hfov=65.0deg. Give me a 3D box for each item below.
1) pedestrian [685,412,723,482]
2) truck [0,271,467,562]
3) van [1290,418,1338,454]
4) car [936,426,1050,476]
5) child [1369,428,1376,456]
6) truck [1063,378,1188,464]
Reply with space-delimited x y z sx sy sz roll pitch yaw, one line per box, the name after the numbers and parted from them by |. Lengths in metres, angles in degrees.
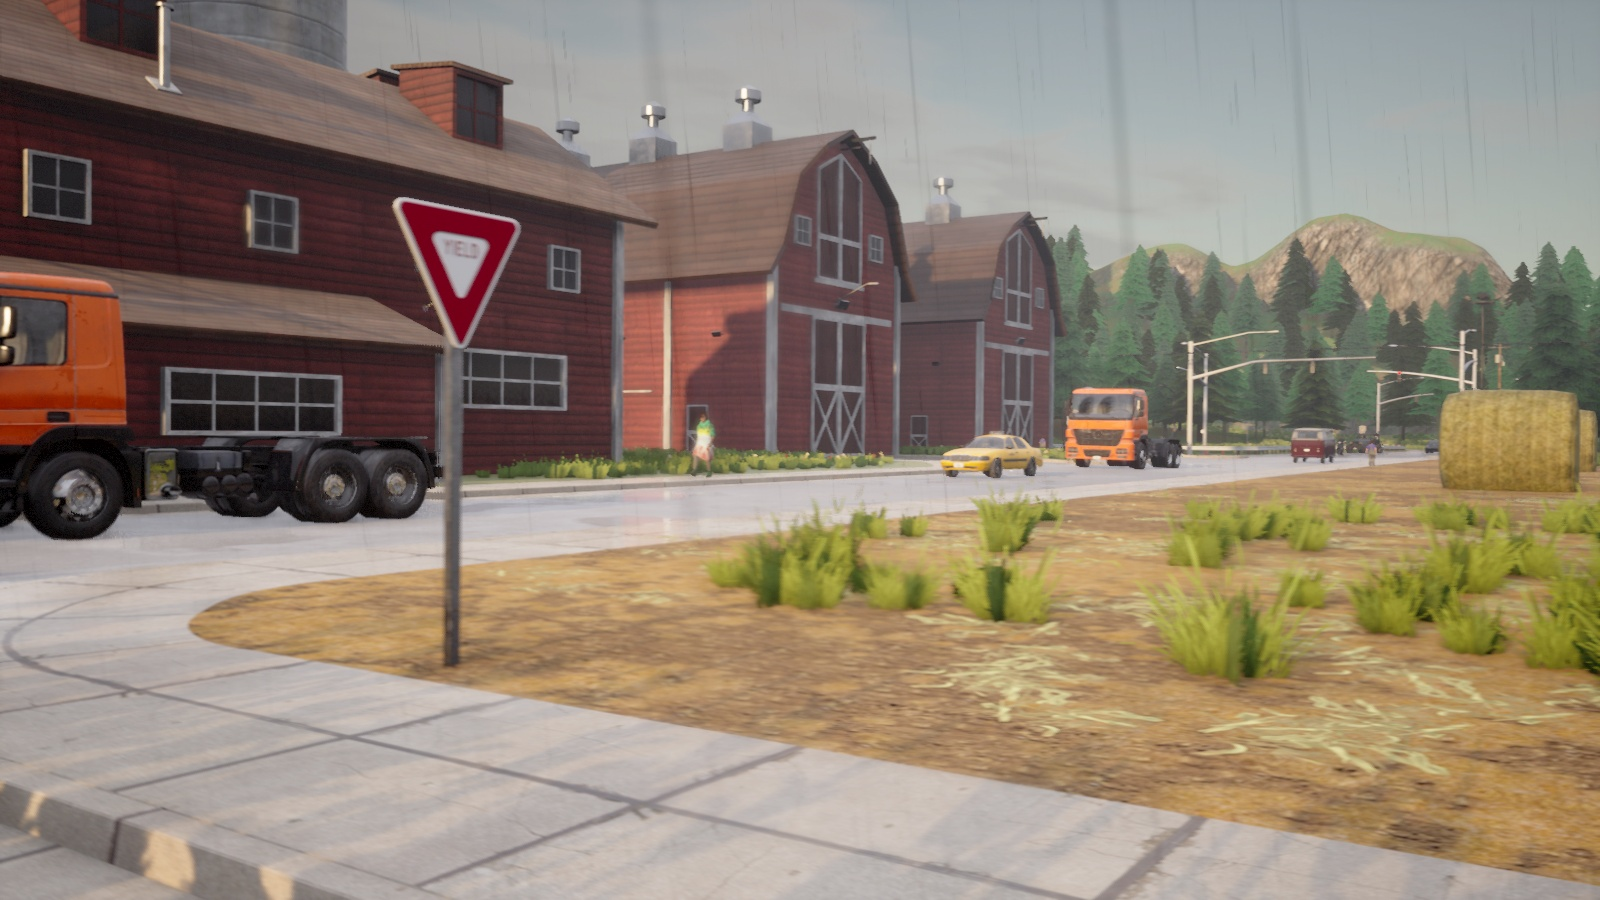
-2.711 -0.099 35.478 0.659 1.952 0.873 0 1 30 | pedestrian
-8.958 -0.454 18.473 2.891 3.462 7.936 0 1 33 | truck
29.305 -0.797 71.522 1.775 1.987 4.442 0 1 33 | van
6.670 -0.006 42.785 1.801 1.575 5.366 0 1 33 | car
26.123 -0.376 57.302 0.270 1.263 0.437 0 1 28 | child
14.279 -1.208 54.615 2.891 3.462 7.936 1 1 33 | truck
